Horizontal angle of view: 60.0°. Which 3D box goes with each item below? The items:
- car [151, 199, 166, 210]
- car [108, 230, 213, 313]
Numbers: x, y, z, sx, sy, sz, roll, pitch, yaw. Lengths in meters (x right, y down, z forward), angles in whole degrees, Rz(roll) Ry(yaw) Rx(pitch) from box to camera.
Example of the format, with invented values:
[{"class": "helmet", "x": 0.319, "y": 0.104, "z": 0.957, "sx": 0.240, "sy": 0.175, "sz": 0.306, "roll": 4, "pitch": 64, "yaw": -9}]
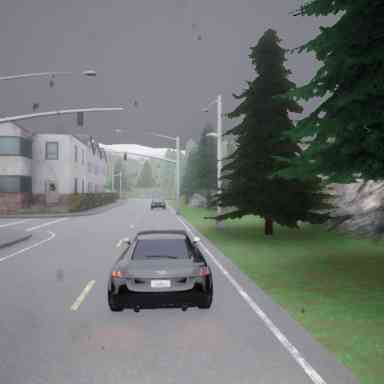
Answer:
[{"class": "car", "x": -4.453, "y": 1.598, "z": 43.705, "sx": 1.895, "sy": 1.301, "sz": 4.718, "roll": 0, "pitch": 0, "yaw": -6}, {"class": "car", "x": -0.703, "y": 1.563, "z": 7.782, "sx": 1.994, "sy": 1.385, "sz": 4.181, "roll": 0, "pitch": 0, "yaw": -5}]
